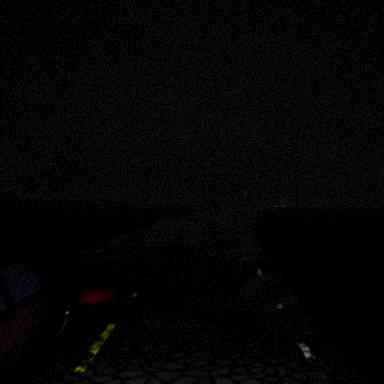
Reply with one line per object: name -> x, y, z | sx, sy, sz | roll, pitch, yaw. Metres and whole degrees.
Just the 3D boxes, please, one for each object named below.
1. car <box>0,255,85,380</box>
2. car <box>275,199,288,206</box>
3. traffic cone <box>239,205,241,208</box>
car -> -2.945, 1.544, 3.834 | 2.033, 1.411, 5.357 | 0, 0, 2
car -> 19.861, 2.239, 74.080 | 2.097, 1.767, 4.553 | -1, -2, 26
traffic cone -> 8.129, 2.340, 56.137 | 0.340, 0.580, 0.340 | -1, -2, 24
